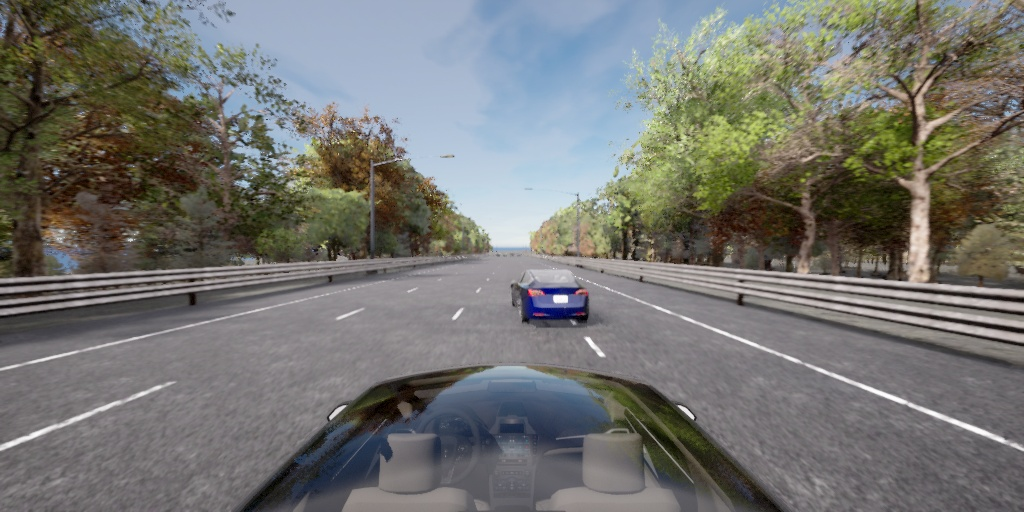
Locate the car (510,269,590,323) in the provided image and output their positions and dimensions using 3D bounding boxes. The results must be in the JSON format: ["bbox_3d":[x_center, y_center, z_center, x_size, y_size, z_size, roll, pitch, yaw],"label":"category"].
[{"bbox_3d":[1.062,1.147,11.656,2.163,1.488,4.792,0,1,-5],"label":"car"}]
